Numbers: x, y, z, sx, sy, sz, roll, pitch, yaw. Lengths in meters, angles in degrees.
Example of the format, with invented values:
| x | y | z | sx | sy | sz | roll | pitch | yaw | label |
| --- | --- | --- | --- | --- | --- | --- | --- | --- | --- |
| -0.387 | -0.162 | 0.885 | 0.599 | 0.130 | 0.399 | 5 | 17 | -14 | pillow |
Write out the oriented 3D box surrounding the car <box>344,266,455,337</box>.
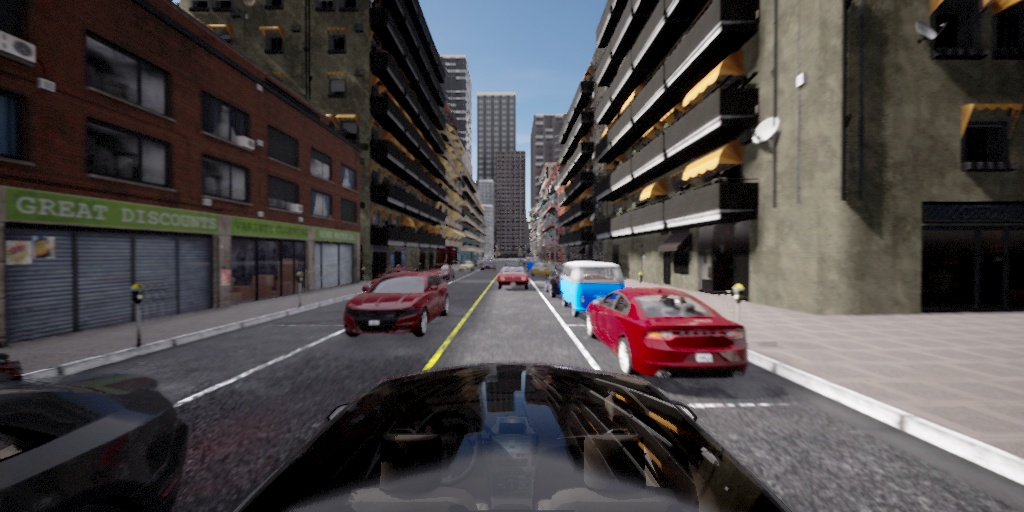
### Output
| x | y | z | sx | sy | sz | roll | pitch | yaw | label |
| --- | --- | --- | --- | --- | --- | --- | --- | --- | --- |
| -3.083 | 1.219 | 10.516 | 1.882 | 1.535 | 5.008 | 0 | 0 | 0 | car |

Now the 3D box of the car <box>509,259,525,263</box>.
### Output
| x | y | z | sx | sy | sz | roll | pitch | yaw | label |
| --- | --- | --- | --- | --- | --- | --- | --- | --- | --- |
| 0.078 | 1.317 | 38.203 | 1.895 | 1.301 | 4.718 | 0 | 0 | 0 | car |

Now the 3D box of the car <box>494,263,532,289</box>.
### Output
| x | y | z | sx | sy | sz | roll | pitch | yaw | label |
| --- | --- | --- | --- | --- | --- | --- | --- | --- | --- |
| 0.072 | 1.330 | 22.812 | 1.895 | 1.301 | 4.718 | 0 | 0 | 0 | car |

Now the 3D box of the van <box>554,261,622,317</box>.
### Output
| x | y | z | sx | sy | sz | roll | pitch | yaw | label |
| --- | --- | --- | --- | --- | --- | --- | --- | --- | --- |
| 2.692 | 1.078 | 12.765 | 1.690 | 1.789 | 3.998 | 0 | 0 | 0 | van |

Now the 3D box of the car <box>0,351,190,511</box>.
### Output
| x | y | z | sx | sy | sz | roll | pitch | yaw | label |
| --- | --- | --- | --- | --- | --- | --- | --- | --- | --- |
| -3.100 | 1.257 | 0.363 | 1.837 | 1.490 | 4.892 | 0 | 0 | 0 | car |

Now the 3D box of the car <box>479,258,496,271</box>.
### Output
| x | y | z | sx | sy | sz | roll | pitch | yaw | label |
| --- | --- | --- | --- | --- | --- | --- | --- | --- | --- |
| -3.062 | 1.275 | 46.803 | 1.994 | 1.385 | 4.181 | 0 | 0 | 0 | car |

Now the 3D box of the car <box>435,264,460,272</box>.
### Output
| x | y | z | sx | sy | sz | roll | pitch | yaw | label |
| --- | --- | --- | --- | --- | --- | --- | --- | --- | --- |
| -5.685 | 1.306 | 29.351 | 1.802 | 1.307 | 4.207 | 0 | 0 | 0 | car |

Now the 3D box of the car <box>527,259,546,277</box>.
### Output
| x | y | z | sx | sy | sz | roll | pitch | yaw | label |
| --- | --- | --- | --- | --- | --- | --- | --- | --- | --- |
| 2.697 | 1.243 | 35.029 | 1.751 | 1.417 | 4.829 | 0 | 0 | 0 | car |

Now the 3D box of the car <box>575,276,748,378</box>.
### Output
| x | y | z | sx | sy | sz | roll | pitch | yaw | label |
| --- | --- | --- | --- | --- | --- | --- | --- | --- | --- |
| 2.690 | 1.289 | 7.242 | 1.888 | 1.381 | 4.507 | 0 | 0 | 0 | car |

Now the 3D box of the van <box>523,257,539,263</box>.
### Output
| x | y | z | sx | sy | sz | roll | pitch | yaw | label |
| --- | --- | --- | --- | --- | --- | --- | --- | --- | --- |
| 2.700 | 1.051 | 45.906 | 1.690 | 1.789 | 3.998 | 0 | 0 | 0 | van |

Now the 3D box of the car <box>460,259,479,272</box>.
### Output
| x | y | z | sx | sy | sz | roll | pitch | yaw | label |
| --- | --- | --- | --- | --- | --- | --- | --- | --- | --- |
| -5.681 | 1.237 | 45.751 | 1.751 | 1.417 | 4.829 | 0 | 0 | 0 | car |

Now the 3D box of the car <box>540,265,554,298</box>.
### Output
| x | y | z | sx | sy | sz | roll | pitch | yaw | label |
| --- | --- | --- | --- | --- | --- | --- | --- | --- | --- |
| 2.693 | 1.298 | 18.289 | 1.948 | 1.339 | 4.313 | 0 | 0 | 0 | car |
